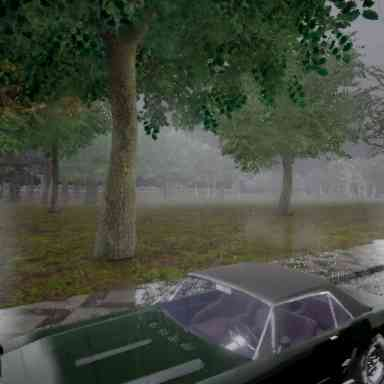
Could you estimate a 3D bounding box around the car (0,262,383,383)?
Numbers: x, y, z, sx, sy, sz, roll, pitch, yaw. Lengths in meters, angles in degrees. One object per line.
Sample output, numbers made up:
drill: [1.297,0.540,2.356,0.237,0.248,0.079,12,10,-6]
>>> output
car: [0.453,1.606,3.698,4.718,1.301,1.895,0,0,-35]
